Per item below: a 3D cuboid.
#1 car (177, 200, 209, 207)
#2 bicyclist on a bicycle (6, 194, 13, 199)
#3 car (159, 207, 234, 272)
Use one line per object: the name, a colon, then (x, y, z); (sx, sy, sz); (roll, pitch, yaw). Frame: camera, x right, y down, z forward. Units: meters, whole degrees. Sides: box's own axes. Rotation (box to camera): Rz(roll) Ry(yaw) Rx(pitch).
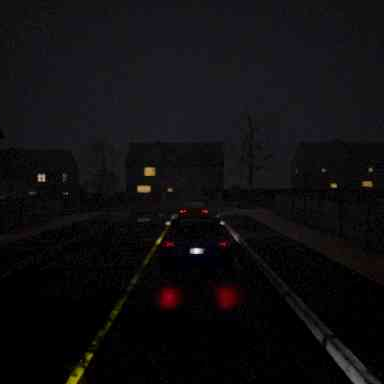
car: (0.071, 1.185, 20.473); (1.812, 1.442, 4.674); (0, 1, -1)
bicyclist on a bicycle: (-20.148, 1.067, 36.694); (0.582, 1.620, 1.656); (-1, 2, 0)
car: (0.104, 1.389, 10.179); (1.994, 1.385, 4.181); (0, 1, 0)
